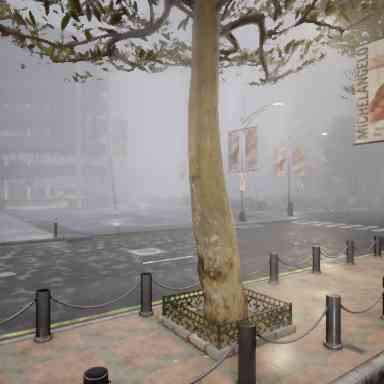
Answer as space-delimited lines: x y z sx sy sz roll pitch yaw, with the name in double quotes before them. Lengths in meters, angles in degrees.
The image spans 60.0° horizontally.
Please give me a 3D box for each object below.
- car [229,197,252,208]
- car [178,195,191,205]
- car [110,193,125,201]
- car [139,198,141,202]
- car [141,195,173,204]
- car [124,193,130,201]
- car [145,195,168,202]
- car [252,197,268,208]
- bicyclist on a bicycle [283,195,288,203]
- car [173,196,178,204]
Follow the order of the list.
"car" 5.660 1.547 48.129 2.033 1.411 5.357 0 0 -36
"car" 0.177 1.352 55.536 2.097 1.767 4.553 0 0 -38
"car" -18.821 1.545 77.841 4.718 1.301 1.895 0 0 11
"car" -9.545 1.524 74.216 4.674 1.442 1.812 0 0 26
"car" -6.645 1.547 63.391 5.357 1.411 2.033 0 0 41
"car" -17.888 1.165 81.215 5.566 2.045 2.150 0 0 11
"car" -8.332 1.525 77.517 4.902 1.511 2.128 0 0 26
"car" 8.967 1.478 49.519 1.882 1.535 5.008 0 0 -37
"bicyclist on a bicycle" 17.566 1.300 62.343 1.656 1.620 0.582 0 0 -36
"car" -3.234 1.491 64.982 4.902 1.511 2.128 0 0 44
